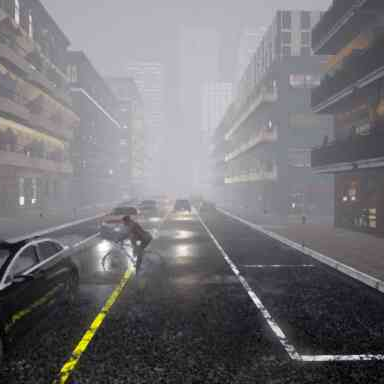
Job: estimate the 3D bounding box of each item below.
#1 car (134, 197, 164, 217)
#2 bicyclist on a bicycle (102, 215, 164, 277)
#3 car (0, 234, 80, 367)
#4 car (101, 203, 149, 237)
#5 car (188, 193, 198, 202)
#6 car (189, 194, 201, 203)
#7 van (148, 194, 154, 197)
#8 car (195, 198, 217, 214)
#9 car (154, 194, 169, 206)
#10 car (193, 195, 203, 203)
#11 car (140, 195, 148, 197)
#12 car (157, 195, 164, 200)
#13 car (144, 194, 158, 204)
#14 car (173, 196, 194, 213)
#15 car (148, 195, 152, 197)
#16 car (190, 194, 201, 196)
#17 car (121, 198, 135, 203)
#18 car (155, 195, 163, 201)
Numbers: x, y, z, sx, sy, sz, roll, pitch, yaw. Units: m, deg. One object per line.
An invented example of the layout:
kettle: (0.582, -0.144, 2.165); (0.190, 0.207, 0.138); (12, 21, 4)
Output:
car: (-4.020, 1.496, 31.563); (1.837, 1.490, 4.892); (0, 0, -1)
bicyclist on a bicycle: (-1.578, 1.450, 8.897); (1.656, 1.620, 0.582); (0, 0, -2)
car: (-3.213, 1.490, 5.150); (2.128, 1.511, 4.902); (0, 0, -2)
car: (-3.632, 1.521, 18.175); (1.812, 1.442, 4.674); (0, 0, -2)
car: (0.172, 1.300, 79.702); (2.192, 1.841, 5.009); (-1, 0, -2)
car: (0.531, 1.302, 68.503); (2.192, 1.841, 5.009); (-1, 0, -2)
van: (-7.273, 1.330, 51.466); (1.690, 1.788, 3.998); (-1, 0, -2)
car: (1.614, 1.574, 34.908); (1.802, 1.307, 4.206); (-1, 0, -2)
car: (-4.742, 1.341, 52.982); (2.097, 1.767, 4.553); (0, 0, -2)
car: (1.248, 1.515, 46.276); (1.752, 1.417, 4.829); (-1, 0, -2)
car: (-6.911, 1.431, 40.268); (1.967, 1.590, 4.097); (-1, 0, -2)
car: (-8.562, 1.566, 90.659); (1.802, 1.307, 4.206); (-1, 0, -2)
car: (-7.656, 1.302, 62.664); (2.192, 1.841, 5.009); (-1, 0, -2)
car: (-1.062, 1.496, 36.937); (1.837, 1.490, 4.892); (0, 0, -2)
car: (-7.090, 1.541, 45.867); (2.008, 1.369, 4.403); (-1, 0, -2)
car: (0.891, 1.303, 57.305); (2.192, 1.841, 5.009); (-1, 0, -2)
car: (-6.730, 1.574, 34.669); (1.802, 1.307, 4.206); (-1, 0, -2)
car: (-8.382, 1.566, 85.060); (1.802, 1.307, 4.206); (-1, 0, -2)
